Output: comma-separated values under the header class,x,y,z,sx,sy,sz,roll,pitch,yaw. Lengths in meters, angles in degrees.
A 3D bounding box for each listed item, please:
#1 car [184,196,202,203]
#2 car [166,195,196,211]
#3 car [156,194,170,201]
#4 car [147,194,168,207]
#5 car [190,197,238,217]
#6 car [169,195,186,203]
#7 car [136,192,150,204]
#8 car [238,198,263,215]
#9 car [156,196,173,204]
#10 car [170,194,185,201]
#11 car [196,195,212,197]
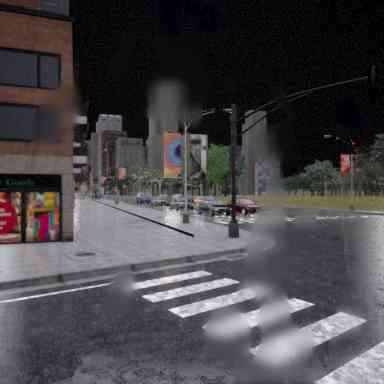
class,x,y,z,sx,sy,sz,roll,pitch,yaw
car,0.186,1.392,64.035,1.895,1.301,4.718,0,0,-20
car,-1.300,1.444,39.703,1.994,1.385,4.181,0,0,-20
car,-6.315,1.187,72.218,1.837,1.490,4.892,0,0,-20
car,-4.763,1.421,49.060,1.994,1.385,4.181,0,0,-21
car,1.905,1.449,31.066,2.033,1.411,5.357,0,0,-20
car,-2.851,1.330,62.878,1.812,1.442,4.674,0,0,-20
car,-8.422,1.056,59.044,2.150,2.045,5.566,0,0,-20
car,4.977,1.366,32.207,1.882,1.535,5.008,0,0,-21
car,-4.959,1.387,59.017,1.994,1.385,4.181,0,0,-20
car,-3.268,1.151,73.348,1.882,1.535,5.008,0,0,-20
car,1.803,1.219,40.689,2.097,1.767,4.553,0,0,-20
